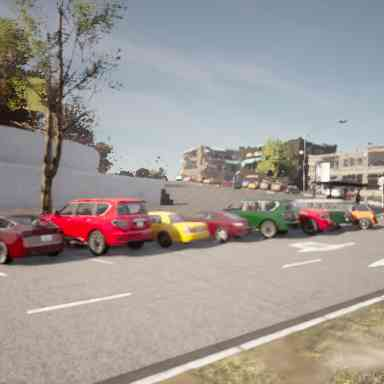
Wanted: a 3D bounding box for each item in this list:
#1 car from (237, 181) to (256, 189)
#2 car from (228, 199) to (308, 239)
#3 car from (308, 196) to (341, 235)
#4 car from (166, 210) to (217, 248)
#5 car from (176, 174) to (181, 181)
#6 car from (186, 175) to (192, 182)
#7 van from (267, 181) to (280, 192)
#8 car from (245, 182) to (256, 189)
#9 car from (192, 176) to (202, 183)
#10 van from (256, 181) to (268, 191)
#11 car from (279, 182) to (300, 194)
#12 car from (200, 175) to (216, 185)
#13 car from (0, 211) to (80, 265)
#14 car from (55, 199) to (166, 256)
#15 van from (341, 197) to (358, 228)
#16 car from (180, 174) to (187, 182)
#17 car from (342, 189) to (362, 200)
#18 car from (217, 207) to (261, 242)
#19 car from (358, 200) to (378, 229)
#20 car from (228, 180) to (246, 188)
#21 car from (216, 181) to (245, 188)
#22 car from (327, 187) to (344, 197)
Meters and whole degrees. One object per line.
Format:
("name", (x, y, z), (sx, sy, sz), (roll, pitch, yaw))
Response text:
("car", (11.863, -1.506, 72.222), (2.002, 1.452, 4.674), (8, 3, 35))
("car", (3.267, 1.403, 18.844), (5.566, 2.045, 2.435), (-1, -1, 35))
("car", (5.781, 1.439, 20.549), (5.566, 2.045, 2.435), (-1, -2, 35))
("car", (-1.769, 1.579, 15.459), (5.366, 1.575, 1.946), (-1, -1, 35))
("car", (-2.107, -3.825, 91.755), (2.435, 2.045, 5.566), (1, -2, 34))
("car", (1.389, -3.312, 86.934), (2.185, 1.767, 4.553), (6, 2, 34))
("van", (16.991, -0.955, 64.695), (1.878, 1.987, 4.442), (8, 3, 35))
("car", (13.692, -1.273, 69.900), (1.946, 1.575, 5.366), (7, 3, 35))
("car", (3.182, -3.160, 84.466), (2.435, 2.045, 5.566), (7, 3, 34))
("van", (15.265, -1.228, 67.168), (1.878, 1.987, 4.442), (8, 3, 35))
("car", (18.746, -0.456, 62.329), (2.231, 1.521, 4.892), (7, 3, 35))
("car", (5.028, -2.636, 82.203), (1.946, 1.575, 5.366), (7, 3, 34))
("car", (-6.535, 1.538, 11.888), (4.792, 1.488, 2.163), (-1, -1, 35))
("car", (-4.087, 1.294, 13.634), (5.566, 2.045, 2.435), (-1, -1, 35))
("van", (8.320, 1.500, 22.217), (4.442, 1.987, 1.878), (-1, -2, 35))
("car", (-0.338, -3.547, 89.406), (2.185, 1.767, 4.553), (4, 0, 34))
("car", (25.635, 0.671, 52.462), (2.002, 1.452, 4.674), (7, 3, 35))
("car", (0.837, 1.657, 17.086), (4.674, 1.452, 2.002), (-1, -1, 35))
("car", (10.728, 1.638, 23.966), (4.553, 1.767, 2.185), (-1, -1, 35))
("car", (10.124, -1.779, 74.687), (2.002, 1.452, 4.674), (7, 3, 35))
("car", (7.256, -1.406, 63.126), (1.994, 1.385, 4.181), (3, 4, -35))
("car", (23.950, 0.110, 54.939), (2.435, 2.045, 5.566), (7, 3, 35))
